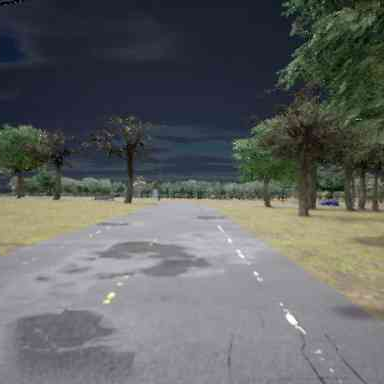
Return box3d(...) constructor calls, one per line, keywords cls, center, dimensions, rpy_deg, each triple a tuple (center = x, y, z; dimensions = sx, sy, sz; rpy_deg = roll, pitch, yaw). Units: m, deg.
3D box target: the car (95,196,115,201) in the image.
box3d(cls="car", center=(-23.945, 1.761, 91.948), dimensions=(5.357, 1.411, 2.033), rpy_deg=(2, 0, 0))
